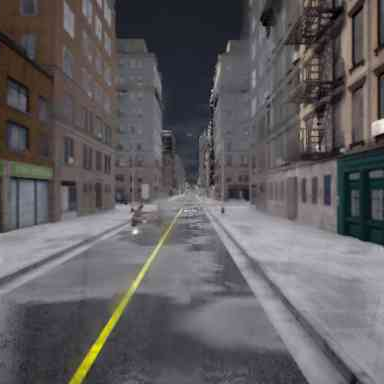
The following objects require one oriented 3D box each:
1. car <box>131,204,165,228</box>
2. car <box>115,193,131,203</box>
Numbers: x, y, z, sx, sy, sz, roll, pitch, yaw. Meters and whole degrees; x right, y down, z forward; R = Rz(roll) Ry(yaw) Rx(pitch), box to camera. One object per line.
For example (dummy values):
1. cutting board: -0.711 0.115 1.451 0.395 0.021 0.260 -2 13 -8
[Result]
1. car: -2.854 1.521 22.424 1.812 1.442 4.674 0 0 0
2. car: -12.125 1.069 50.926 5.566 2.045 2.150 0 0 0
